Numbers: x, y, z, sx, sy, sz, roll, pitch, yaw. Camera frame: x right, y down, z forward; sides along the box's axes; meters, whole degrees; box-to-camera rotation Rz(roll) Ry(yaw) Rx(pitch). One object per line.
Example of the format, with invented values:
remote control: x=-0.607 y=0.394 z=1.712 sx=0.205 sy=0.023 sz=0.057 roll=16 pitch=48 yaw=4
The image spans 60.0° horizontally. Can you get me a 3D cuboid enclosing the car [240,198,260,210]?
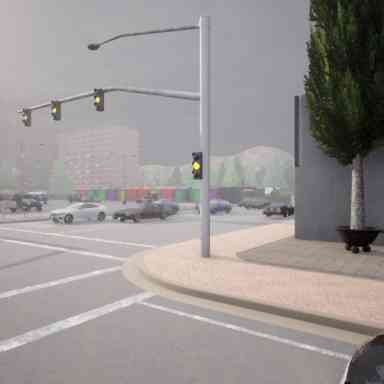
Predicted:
car: x=8.730 y=1.547 z=42.988 sx=2.033 sy=1.411 sz=5.357 roll=0 pitch=0 yaw=37

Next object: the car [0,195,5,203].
car: x=-38.254 y=1.364 z=64.542 sx=3.905 sy=1.438 sz=1.784 roll=0 pitch=0 yaw=35

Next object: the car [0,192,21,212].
car: x=-19.919 y=1.153 z=34.138 sx=4.605 sy=1.855 sz=1.932 roll=0 pitch=0 yaw=35

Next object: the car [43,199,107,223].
car: x=-8.546 y=1.526 z=25.547 sx=1.812 sy=1.442 sz=4.674 roll=0 pitch=0 yaw=38

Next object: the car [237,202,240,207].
car: x=8.652 y=1.547 z=48.696 sx=2.033 sy=1.411 sz=5.357 roll=0 pitch=0 yaw=37

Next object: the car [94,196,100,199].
car: x=-19.519 y=1.364 z=64.940 sx=3.905 sy=1.438 sz=1.784 roll=0 pitch=0 yaw=35

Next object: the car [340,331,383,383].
car: x=3.358 y=1.492 z=1.570 sx=4.902 sy=1.511 sz=2.128 roll=0 pitch=0 yaw=36

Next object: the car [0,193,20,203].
car: x=-36.747 y=1.153 z=66.763 sx=4.605 sy=1.855 sz=1.932 roll=0 pitch=0 yaw=35

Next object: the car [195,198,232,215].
car: x=2.436 y=1.526 z=34.547 sx=1.812 sy=1.442 sz=4.674 roll=0 pitch=0 yaw=37

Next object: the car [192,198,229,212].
car: x=2.316 y=1.491 z=40.252 sx=2.128 sy=1.511 sz=4.902 roll=0 pitch=0 yaw=37

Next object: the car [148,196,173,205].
car: x=-5.239 y=1.395 z=54.882 sx=3.806 sy=1.475 sz=1.970 roll=0 pitch=0 yaw=35

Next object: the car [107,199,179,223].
car: x=-3.707 y=1.547 z=26.283 sx=2.033 sy=1.411 sz=5.357 roll=0 pitch=0 yaw=36

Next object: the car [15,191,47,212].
car: x=-18.205 y=1.156 z=36.471 sx=3.866 sy=1.878 sz=1.905 roll=0 pitch=0 yaw=35

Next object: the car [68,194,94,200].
car: x=-21.242 y=1.153 z=62.611 sx=4.605 sy=1.855 sz=1.932 roll=0 pitch=0 yaw=35

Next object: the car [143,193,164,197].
car: x=-6.918 y=1.156 z=52.523 sx=3.866 sy=1.878 sz=1.905 roll=0 pitch=0 yaw=35

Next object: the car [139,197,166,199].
car: x=-3.160 y=1.526 z=32.890 sx=1.812 sy=1.442 sz=4.674 roll=0 pitch=0 yaw=37

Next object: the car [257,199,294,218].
car: x=8.307 y=1.547 z=30.393 sx=2.033 sy=1.411 sz=5.357 roll=0 pitch=0 yaw=37
